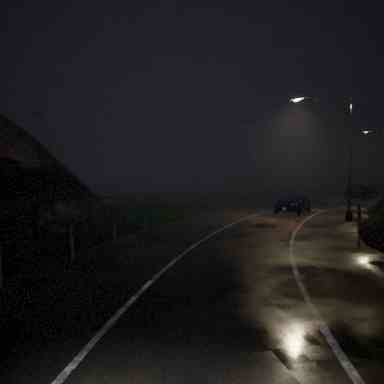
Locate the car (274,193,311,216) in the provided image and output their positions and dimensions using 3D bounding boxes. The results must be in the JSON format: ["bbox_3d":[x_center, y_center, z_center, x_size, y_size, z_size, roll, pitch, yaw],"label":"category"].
[{"bbox_3d":[7.281,0.803,23.979,1.812,1.442,4.674,2,4,31],"label":"car"}]

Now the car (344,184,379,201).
[{"bbox_3d":[18.746,-0.077,36.700,4.553,1.767,2.097,-2,4,-39],"label":"car"}]
